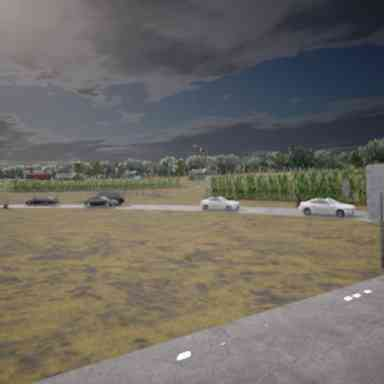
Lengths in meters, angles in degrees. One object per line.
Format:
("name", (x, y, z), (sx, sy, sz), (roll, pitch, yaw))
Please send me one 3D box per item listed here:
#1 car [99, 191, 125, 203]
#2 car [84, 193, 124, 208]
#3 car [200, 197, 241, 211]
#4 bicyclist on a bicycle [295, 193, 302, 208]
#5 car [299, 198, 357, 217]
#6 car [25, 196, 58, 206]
("car", (-12.234, 0.931, 47.078), (5.566, 2.045, 2.150), (0, 2, 18))
("car", (-11.964, 1.310, 43.990), (4.892, 1.490, 1.837), (-1, 2, 19))
("car", (3.032, 1.245, 35.868), (4.674, 1.442, 1.812), (0, 2, 36))
("bicyclist on a bicycle", (11.697, 0.943, 36.548), (0.582, 1.620, 1.656), (1, 1, 44))
("car", (11.298, 1.253, 27.970), (1.812, 1.442, 4.674), (-3, 2, -41))
("car", (-22.279, 1.284, 49.399), (4.674, 1.442, 1.812), (0, 2, 7))
